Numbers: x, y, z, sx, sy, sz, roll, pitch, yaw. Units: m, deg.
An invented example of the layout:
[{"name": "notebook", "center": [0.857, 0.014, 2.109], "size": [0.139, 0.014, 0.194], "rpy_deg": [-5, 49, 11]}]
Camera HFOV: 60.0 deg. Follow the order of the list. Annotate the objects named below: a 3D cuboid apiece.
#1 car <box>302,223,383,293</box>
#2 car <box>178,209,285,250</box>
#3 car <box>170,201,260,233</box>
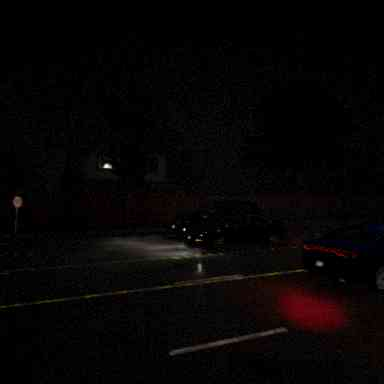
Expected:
[{"name": "car", "center": [5.374, 1.610, 9.190], "size": [5.008, 1.535, 1.882], "rpy_deg": [0, -1, -24]}, {"name": "car", "center": [2.081, 1.757, 15.601], "size": [4.892, 1.490, 1.837], "rpy_deg": [0, -1, -24]}, {"name": "car", "center": [1.515, 1.535, 19.192], "size": [5.566, 2.045, 2.150], "rpy_deg": [0, -1, -24]}]
